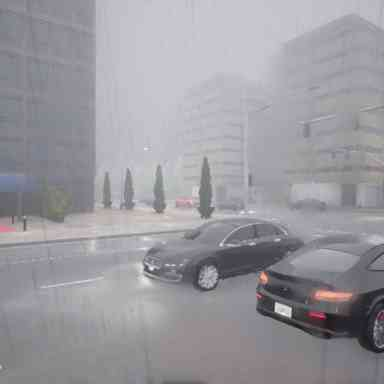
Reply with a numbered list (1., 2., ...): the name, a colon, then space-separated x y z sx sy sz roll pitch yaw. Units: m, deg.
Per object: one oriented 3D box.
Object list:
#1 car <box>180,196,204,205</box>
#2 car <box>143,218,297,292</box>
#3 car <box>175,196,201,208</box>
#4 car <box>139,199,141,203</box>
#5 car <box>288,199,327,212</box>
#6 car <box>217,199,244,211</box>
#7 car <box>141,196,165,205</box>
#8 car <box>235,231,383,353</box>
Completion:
1. car: -0.051 1.504 59.424 1.837 1.490 4.892 0 0 -35
2. car: 1.040 1.505 9.052 4.892 1.490 1.837 0 0 -36
3. car: -0.500 1.352 47.535 2.097 1.767 4.553 0 0 -35
4. car: -8.767 1.564 65.750 1.994 1.385 4.181 0 0 -35
5. car: 13.722 1.526 39.767 1.812 1.442 4.674 0 0 -35
6. car: 4.885 1.564 39.858 1.994 1.385 4.181 0 0 -35
7. car: -6.196 1.564 55.671 1.994 1.385 4.181 0 0 -35
8. car: 3.190 1.526 6.098 4.674 1.442 1.812 0 0 -35
